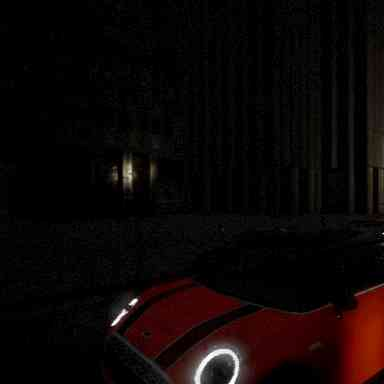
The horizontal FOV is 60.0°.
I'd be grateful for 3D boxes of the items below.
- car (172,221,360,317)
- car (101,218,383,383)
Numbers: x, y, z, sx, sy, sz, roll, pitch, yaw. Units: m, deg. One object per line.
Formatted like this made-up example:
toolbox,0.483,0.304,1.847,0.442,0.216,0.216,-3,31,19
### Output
car,1.916,1.552,8.019,4.403,1.369,2.008,0,0,-36
car,1.235,1.353,4.226,4.553,1.767,2.097,0,0,-36
